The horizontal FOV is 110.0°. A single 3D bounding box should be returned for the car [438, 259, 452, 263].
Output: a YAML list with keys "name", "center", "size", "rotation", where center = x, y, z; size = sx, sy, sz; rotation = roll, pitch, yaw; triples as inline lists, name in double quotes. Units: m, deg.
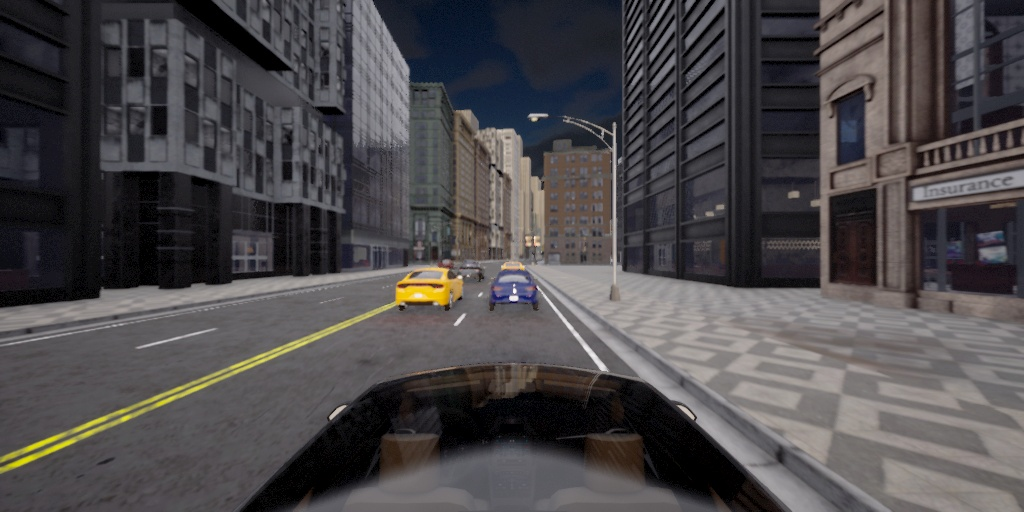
- name: "car"
  center: [-9.804, 1.239, 53.152]
  size: [1.882, 1.535, 5.008]
  rotation: [0, 0, 0]

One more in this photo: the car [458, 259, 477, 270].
- name: "car"
  center: [-6.553, 1.254, 53.609]
  size: [2.128, 1.511, 4.902]
  rotation: [0, 0, 0]

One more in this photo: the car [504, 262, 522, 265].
- name: "car"
  center: [0.081, 1.219, 30.139]
  size: [1.882, 1.535, 5.008]
  rotation: [0, 0, 0]

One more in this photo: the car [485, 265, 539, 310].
- name: "car"
  center: [0.078, 1.271, 14.533]
  size: [1.812, 1.442, 4.674]
  rotation: [0, 0, 0]

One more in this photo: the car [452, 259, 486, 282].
- name: "car"
  center: [-3.175, 1.234, 28.605]
  size: [2.128, 1.511, 4.902]
  rotation: [0, 0, 0]

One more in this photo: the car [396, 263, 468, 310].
- name: "car"
  center: [-3.173, 1.223, 14.676]
  size: [1.882, 1.535, 5.008]
  rotation: [0, -1, 0]
